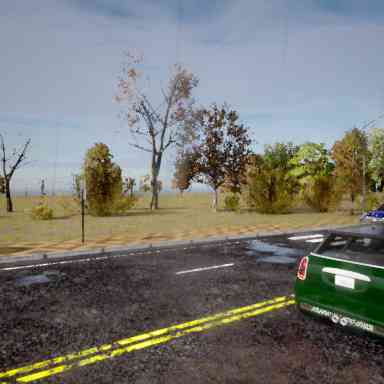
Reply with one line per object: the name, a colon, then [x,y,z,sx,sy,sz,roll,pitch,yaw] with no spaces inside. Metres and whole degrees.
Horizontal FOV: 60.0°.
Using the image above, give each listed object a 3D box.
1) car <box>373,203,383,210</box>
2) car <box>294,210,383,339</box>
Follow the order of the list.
car: [11.795,1.345,19.221,4.553,1.767,2.097,0,0,-32]
car: [4.027,1.351,6.137,4.553,1.767,2.097,0,0,-34]
